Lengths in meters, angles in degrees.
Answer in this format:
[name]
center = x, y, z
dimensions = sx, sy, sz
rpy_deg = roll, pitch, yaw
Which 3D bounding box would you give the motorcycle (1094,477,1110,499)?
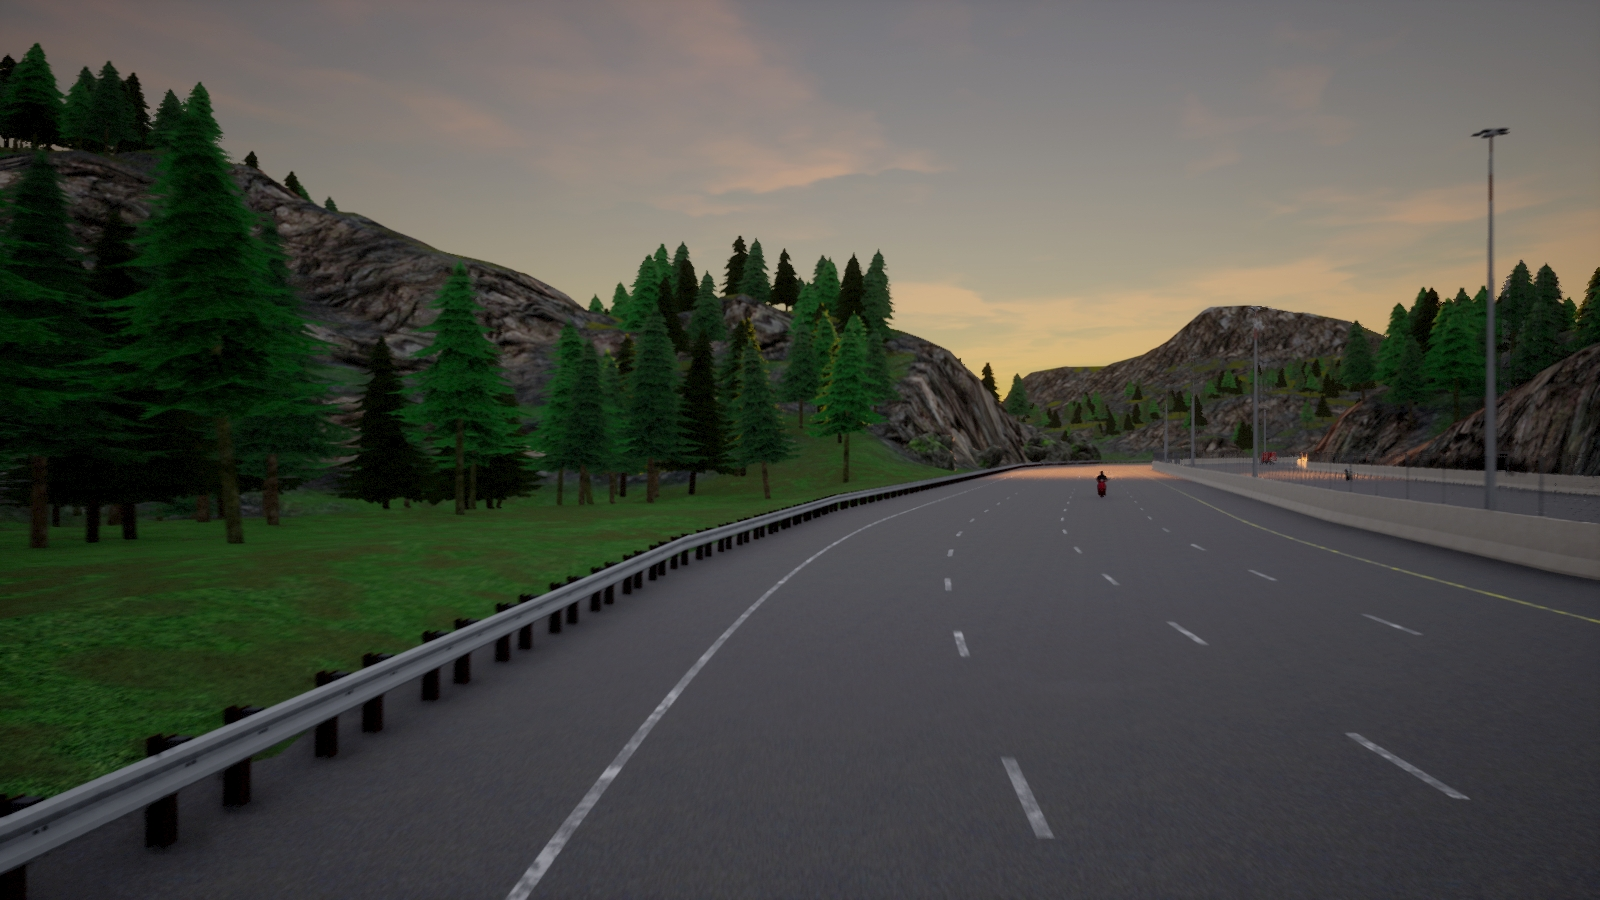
[motorcycle]
center = 17.531, 2.199, 66.372
dimensions = 0.856, 1.236, 1.805
rpy_deg = 0, 0, 14
